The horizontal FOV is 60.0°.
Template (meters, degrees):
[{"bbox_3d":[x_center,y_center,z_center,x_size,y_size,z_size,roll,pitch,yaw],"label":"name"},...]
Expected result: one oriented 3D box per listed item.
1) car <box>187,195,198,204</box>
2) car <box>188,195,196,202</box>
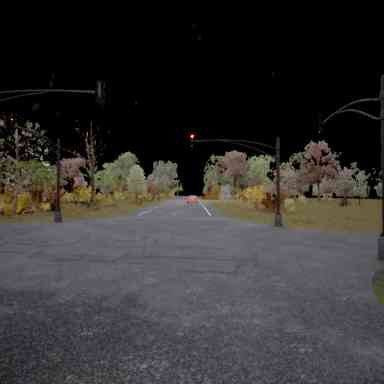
[{"bbox_3d":[0.095,1.422,67.921,2.097,1.767,4.553,0,0,0],"label":"car"},{"bbox_3d":[0.108,1.447,77.956,1.812,1.442,4.674,0,0,0],"label":"car"}]
